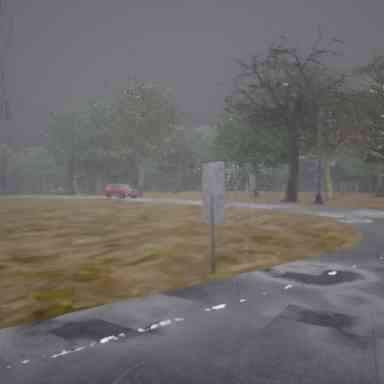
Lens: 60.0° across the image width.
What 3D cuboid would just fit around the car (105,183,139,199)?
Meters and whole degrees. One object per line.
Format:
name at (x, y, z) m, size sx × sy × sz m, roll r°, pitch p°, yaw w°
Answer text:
car at (-9.427, -0.113, 44.315) m, size 5.566 × 2.045 × 2.150 m, roll 1°, pitch 1°, yaw 45°

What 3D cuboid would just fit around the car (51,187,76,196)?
car at (-21.671, -0.076, 55.918) m, size 5.357 × 1.411 × 2.033 m, roll 0°, pitch 1°, yaw 42°
